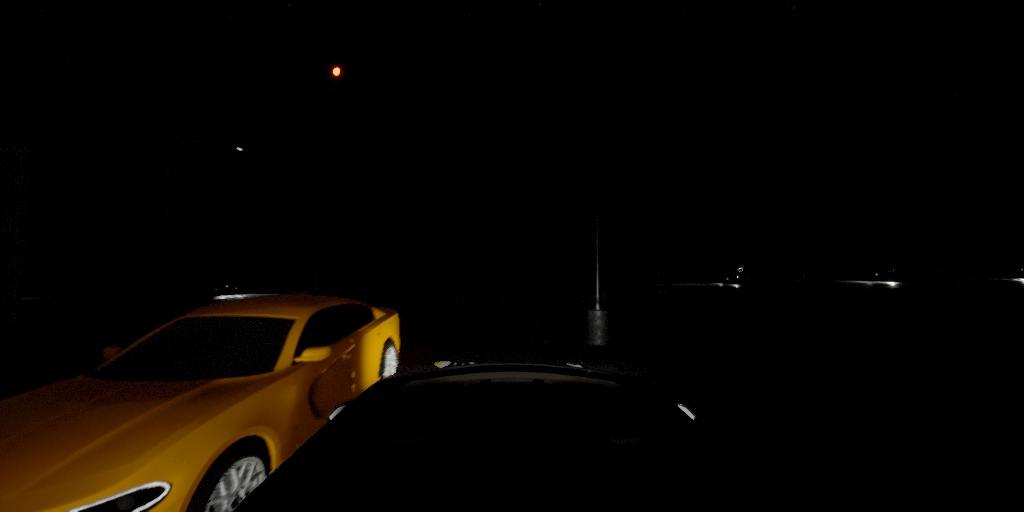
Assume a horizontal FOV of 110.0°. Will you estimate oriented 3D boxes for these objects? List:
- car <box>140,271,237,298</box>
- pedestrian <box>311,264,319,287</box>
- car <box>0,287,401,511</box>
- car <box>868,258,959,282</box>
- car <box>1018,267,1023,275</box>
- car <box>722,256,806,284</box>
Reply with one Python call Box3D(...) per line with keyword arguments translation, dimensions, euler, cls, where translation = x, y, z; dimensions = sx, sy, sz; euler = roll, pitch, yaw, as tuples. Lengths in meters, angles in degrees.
Box3D(translation=(-17.717, 1.518, 19.784), dimensions=(4.181, 1.385, 1.994), euler=(-1, -2, 0), cls="car")
Box3D(translation=(-15.061, 1.466, 27.383), dimensions=(0.375, 1.860, 0.375), euler=(0, -1, 0), cls="pedestrian")
Box3D(translation=(-2.771, 1.229, 4.002), dimensions=(1.882, 1.535, 5.008), euler=(0, 0, 0), cls="car")
Box3D(translation=(26.130, 0.891, 23.386), dimensions=(4.674, 1.442, 1.812), euler=(-1, -2, 1), cls="car")
Box3D(translation=(36.724, 0.751, 23.352), dimensions=(5.357, 1.411, 2.033), euler=(-1, -2, 0), cls="car")
Box3D(translation=(16.280, 0.875, 23.413), dimensions=(4.553, 1.767, 2.097), euler=(-1, -2, 0), cls="car")
